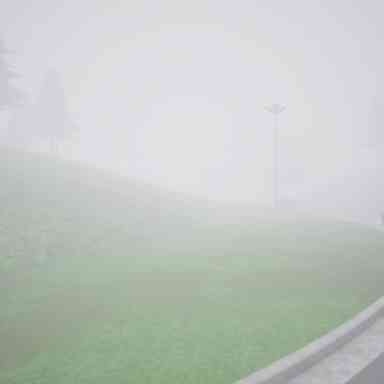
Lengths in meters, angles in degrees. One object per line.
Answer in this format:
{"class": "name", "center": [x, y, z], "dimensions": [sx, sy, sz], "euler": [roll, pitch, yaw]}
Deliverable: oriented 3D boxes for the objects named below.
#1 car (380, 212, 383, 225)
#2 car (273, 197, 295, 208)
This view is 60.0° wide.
{"class": "car", "center": [13.830, 1.552, 21.373], "dimensions": [1.994, 1.385, 4.181], "euler": [0, 0, 9]}
{"class": "car", "center": [13.370, 1.483, 48.572], "dimensions": [1.882, 1.535, 5.008], "euler": [0, 0, -6]}
